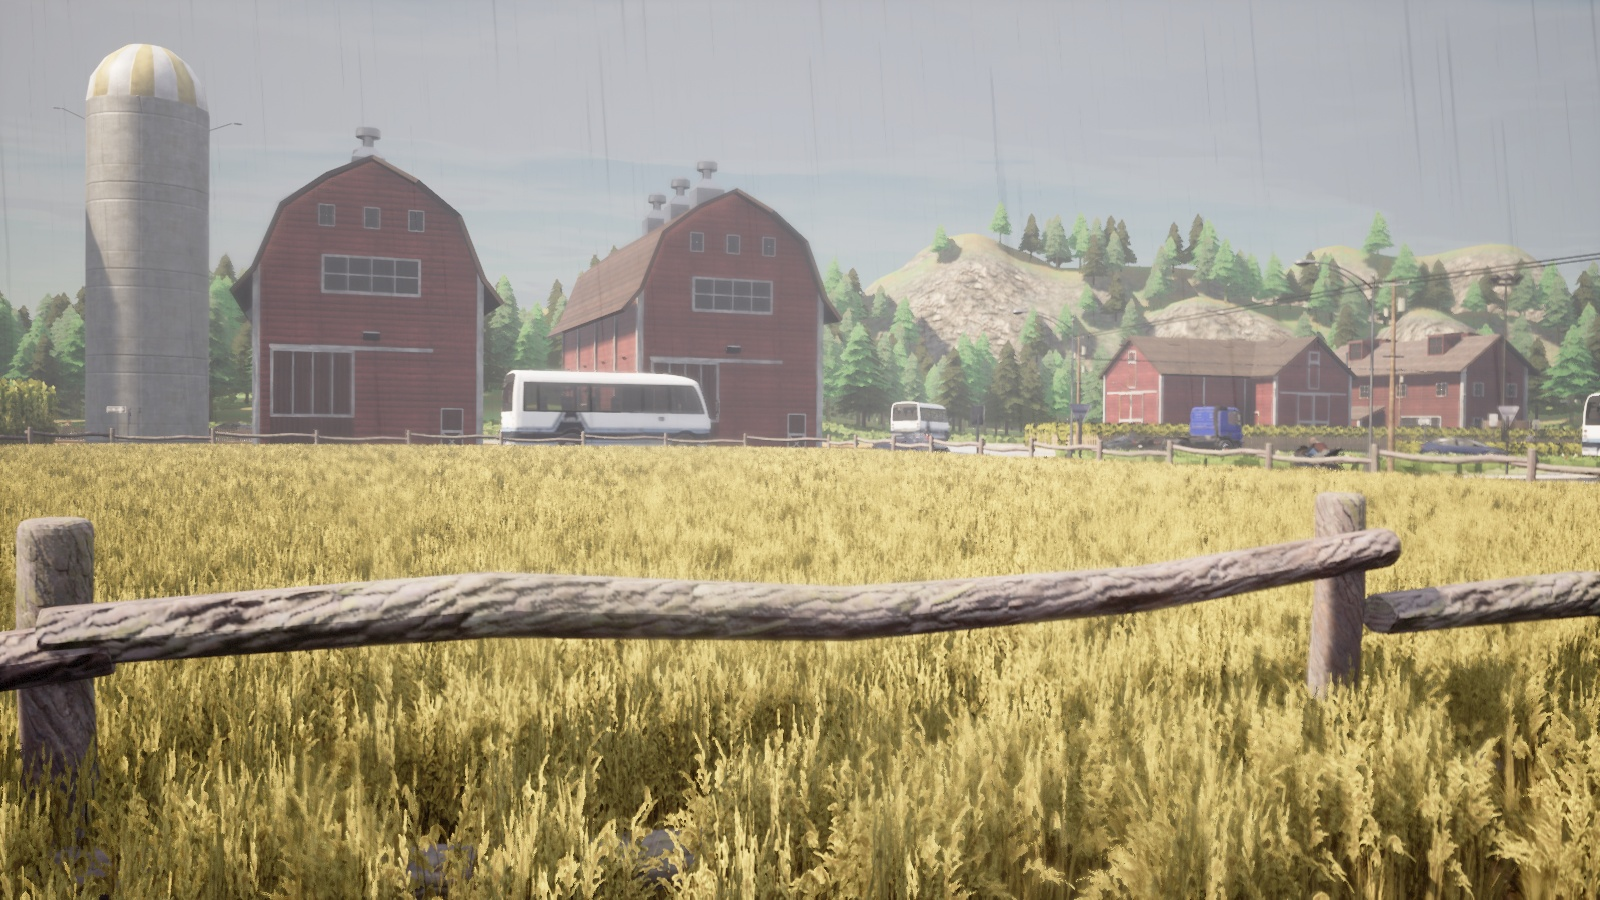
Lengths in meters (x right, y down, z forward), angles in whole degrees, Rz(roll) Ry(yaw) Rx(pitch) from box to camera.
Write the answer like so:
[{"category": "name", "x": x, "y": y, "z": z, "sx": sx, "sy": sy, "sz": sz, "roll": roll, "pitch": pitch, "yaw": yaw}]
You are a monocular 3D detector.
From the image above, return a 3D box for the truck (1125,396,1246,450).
[{"category": "truck", "x": 25.603, "y": -1.827, "z": 83.401, "sx": 7.936, "sy": 3.462, "sz": 2.891, "roll": -1, "pitch": 1, "yaw": -28}]

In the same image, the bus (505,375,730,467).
[{"category": "bus", "x": -9.001, "y": -1.473, "z": 62.102, "sx": 10.273, "sy": 4.253, "sz": 3.944, "roll": -1, "pitch": 1, "yaw": -24}]

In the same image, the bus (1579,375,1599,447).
[{"category": "bus", "x": 52.283, "y": -2.392, "z": 75.215, "sx": 10.273, "sy": 4.253, "sz": 3.944, "roll": -1, "pitch": 1, "yaw": -19}]

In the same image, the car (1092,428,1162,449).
[{"category": "car", "x": 22.473, "y": -0.794, "z": 86.353, "sx": 4.181, "sy": 1.385, "sz": 1.994, "roll": -1, "pitch": 1, "yaw": -18}]

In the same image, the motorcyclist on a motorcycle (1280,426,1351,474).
[{"category": "motorcyclist on a motorcycle", "x": 16.799, "y": -0.008, "z": 40.966, "sx": 0.866, "sy": 1.530, "sz": 2.191, "roll": -1, "pitch": 1, "yaw": -21}]

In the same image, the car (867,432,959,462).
[{"category": "car", "x": 5.362, "y": -0.163, "z": 59.962, "sx": 1.994, "sy": 1.385, "sz": 4.181, "roll": -1, "pitch": 1, "yaw": -39}]

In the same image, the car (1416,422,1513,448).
[{"category": "car", "x": 39.501, "y": -0.860, "z": 74.670, "sx": 4.792, "sy": 1.488, "sz": 2.163, "roll": 0, "pitch": 1, "yaw": 37}]
